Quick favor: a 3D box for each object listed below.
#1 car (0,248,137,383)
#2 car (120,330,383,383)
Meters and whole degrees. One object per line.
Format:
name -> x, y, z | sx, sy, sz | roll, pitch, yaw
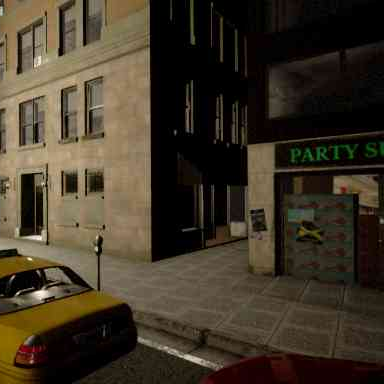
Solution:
car -> -2.955, 1.526, 4.970 | 4.829, 1.417, 1.752 | 0, -1, 36
car -> 1.799, 1.582, 1.571 | 4.206, 1.307, 1.802 | 0, -1, 36
